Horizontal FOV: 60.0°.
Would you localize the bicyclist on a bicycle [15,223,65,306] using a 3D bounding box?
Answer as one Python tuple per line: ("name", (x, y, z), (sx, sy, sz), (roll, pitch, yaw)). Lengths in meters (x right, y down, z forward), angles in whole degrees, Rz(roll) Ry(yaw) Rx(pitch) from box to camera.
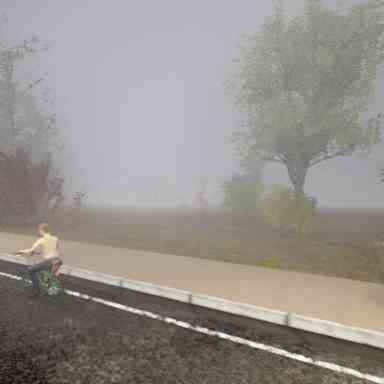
("bicyclist on a bicycle", (-3.072, 1.443, 6.820), (1.509, 1.612, 0.866), (0, 0, 35))
